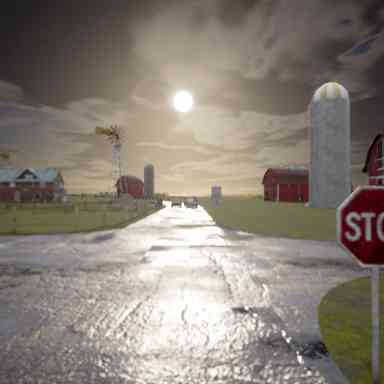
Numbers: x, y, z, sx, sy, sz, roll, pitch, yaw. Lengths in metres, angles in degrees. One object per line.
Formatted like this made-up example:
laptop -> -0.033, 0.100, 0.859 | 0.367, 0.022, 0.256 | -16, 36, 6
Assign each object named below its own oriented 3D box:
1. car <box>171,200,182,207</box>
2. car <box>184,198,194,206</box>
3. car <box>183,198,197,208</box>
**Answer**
car -> -2.963, 2.173, 64.342 | 1.994, 1.385, 4.181 | 0, 0, -2
car -> -0.686, 2.141, 70.353 | 1.837, 1.490, 4.892 | 0, 0, -6
car -> -0.027, 2.067, 60.244 | 2.128, 1.511, 4.902 | 0, 0, -2
